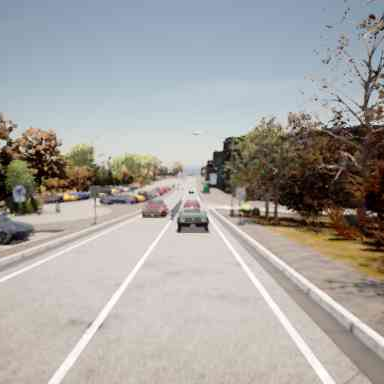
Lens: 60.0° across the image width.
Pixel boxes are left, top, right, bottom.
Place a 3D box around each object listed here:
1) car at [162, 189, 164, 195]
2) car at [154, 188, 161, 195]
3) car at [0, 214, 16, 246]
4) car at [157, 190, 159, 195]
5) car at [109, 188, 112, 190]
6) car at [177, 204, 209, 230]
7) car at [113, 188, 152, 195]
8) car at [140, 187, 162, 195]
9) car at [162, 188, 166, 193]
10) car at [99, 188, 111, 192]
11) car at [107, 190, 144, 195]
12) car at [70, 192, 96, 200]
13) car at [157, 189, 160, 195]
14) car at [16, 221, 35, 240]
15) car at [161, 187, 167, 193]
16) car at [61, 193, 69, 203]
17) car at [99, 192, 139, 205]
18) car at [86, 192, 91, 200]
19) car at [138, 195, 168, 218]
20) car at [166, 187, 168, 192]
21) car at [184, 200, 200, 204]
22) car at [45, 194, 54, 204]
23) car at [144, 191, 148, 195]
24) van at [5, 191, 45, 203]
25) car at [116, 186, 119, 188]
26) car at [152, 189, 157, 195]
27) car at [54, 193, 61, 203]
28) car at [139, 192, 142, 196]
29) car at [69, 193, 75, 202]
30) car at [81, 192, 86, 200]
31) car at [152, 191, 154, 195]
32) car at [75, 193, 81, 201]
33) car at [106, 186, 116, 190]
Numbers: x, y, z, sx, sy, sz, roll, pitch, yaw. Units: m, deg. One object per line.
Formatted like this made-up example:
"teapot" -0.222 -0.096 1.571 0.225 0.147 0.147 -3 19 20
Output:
"car" -9.992 0.475 81.938 4.674 1.452 2.002 0 2 0
"car" -10.052 0.505 76.369 4.553 1.767 2.185 0 2 0
"car" -10.101 1.608 13.130 5.008 1.535 2.097 0 0 0
"car" -10.024 0.820 70.800 4.792 1.488 2.163 0 2 0
"car" -23.075 0.434 81.842 5.008 1.535 2.097 0 2 0
"car" 0.051 1.648 21.227 1.895 1.301 4.718 0 0 0
"car" -10.162 0.780 56.862 5.566 2.045 2.435 0 0 0
"car" -10.036 0.411 79.147 4.553 1.767 2.185 0 2 0
"car" -9.967 0.324 84.724 5.008 1.535 2.097 0 2 0
"car" -22.900 0.533 79.054 5.366 1.575 1.946 0 2 0
"car" -10.197 0.932 51.291 4.553 1.767 2.185 0 0 0
"car" -23.127 0.786 70.824 4.892 1.521 2.231 0 1 0
"car" -10.066 0.744 73.587 4.792 1.488 2.163 0 2 0
"car" -10.053 1.658 15.905 4.792 1.488 2.163 0 0 0
"car" -9.952 0.206 87.511 5.008 1.535 2.097 0 3 0
"car" -23.259 1.073 54.084 4.792 1.488 2.163 0 0 0
"car" -10.169 1.088 45.721 4.792 1.488 2.163 0 0 0
"car" -23.161 0.914 65.117 5.008 1.535 2.097 0 1 0
"car" -3.409 1.425 30.987 2.097 1.767 4.553 0 0 0
"car" -9.922 -0.015 93.079 4.674 1.452 2.002 0 3 0
"car" -0.010 1.604 38.786 1.994 1.385 4.181 0 1 0
"car" -23.266 1.092 48.387 4.674 1.452 2.002 0 0 0
"car" -10.145 1.049 54.070 5.008 1.535 2.097 0 0 0
"van" -23.152 0.829 45.712 4.442 1.987 1.878 1 0 0
"car" -23.053 -0.045 90.200 4.553 1.767 2.185 0 3 0
"car" -10.038 0.732 68.010 4.553 1.767 2.185 0 1 0
"car" -23.250 1.091 51.172 4.674 1.452 2.002 0 0 0
"car" -10.212 1.088 48.505 4.792 1.488 2.163 0 0 0
"car" -23.400 1.022 56.877 5.366 1.575 1.946 0 0 0
"car" -23.153 0.993 62.327 4.792 1.488 2.163 0 1 0
"car" -10.073 0.997 62.432 4.792 1.488 2.163 0 1 0
"car" -23.383 0.996 59.672 5.366 1.575 1.946 0 0 0
"car" -23.082 0.074 84.619 5.566 2.045 2.435 0 2 0
